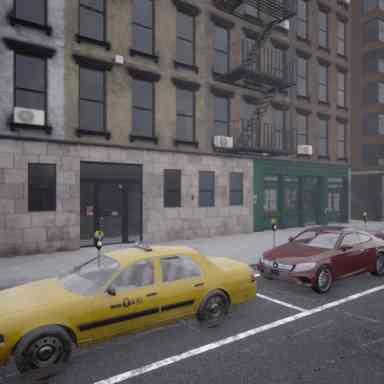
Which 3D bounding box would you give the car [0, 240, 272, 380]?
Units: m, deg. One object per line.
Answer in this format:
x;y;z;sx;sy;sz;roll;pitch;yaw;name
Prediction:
-1.048;1.525;5.445;4.829;1.417;1.752;0;0;-36;car

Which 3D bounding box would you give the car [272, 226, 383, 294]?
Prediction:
3.578;1.582;8.757;4.206;1.307;1.802;0;0;-36;car
